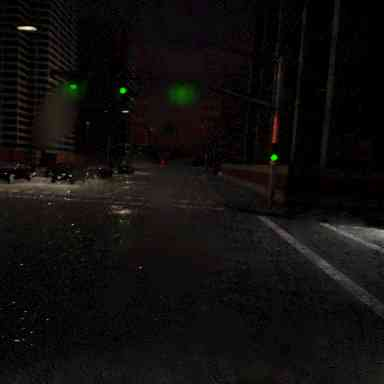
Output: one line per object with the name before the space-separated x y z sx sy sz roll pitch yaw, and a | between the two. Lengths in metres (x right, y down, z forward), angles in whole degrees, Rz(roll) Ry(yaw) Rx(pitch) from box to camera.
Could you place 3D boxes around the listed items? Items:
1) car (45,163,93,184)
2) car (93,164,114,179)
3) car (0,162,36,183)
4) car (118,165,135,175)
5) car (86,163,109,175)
car | -10.452 -1.563 28.654 1.837 1.490 4.892 4 5 0
car | -10.332 -2.228 37.888 1.895 1.301 4.718 4 5 0
car | -13.974 -1.556 25.806 2.128 1.511 4.902 4 5 0
car | -10.077 -3.421 51.263 1.837 1.490 4.892 4 5 1
car | -13.637 -3.360 48.142 1.812 1.442 4.674 4 5 1
